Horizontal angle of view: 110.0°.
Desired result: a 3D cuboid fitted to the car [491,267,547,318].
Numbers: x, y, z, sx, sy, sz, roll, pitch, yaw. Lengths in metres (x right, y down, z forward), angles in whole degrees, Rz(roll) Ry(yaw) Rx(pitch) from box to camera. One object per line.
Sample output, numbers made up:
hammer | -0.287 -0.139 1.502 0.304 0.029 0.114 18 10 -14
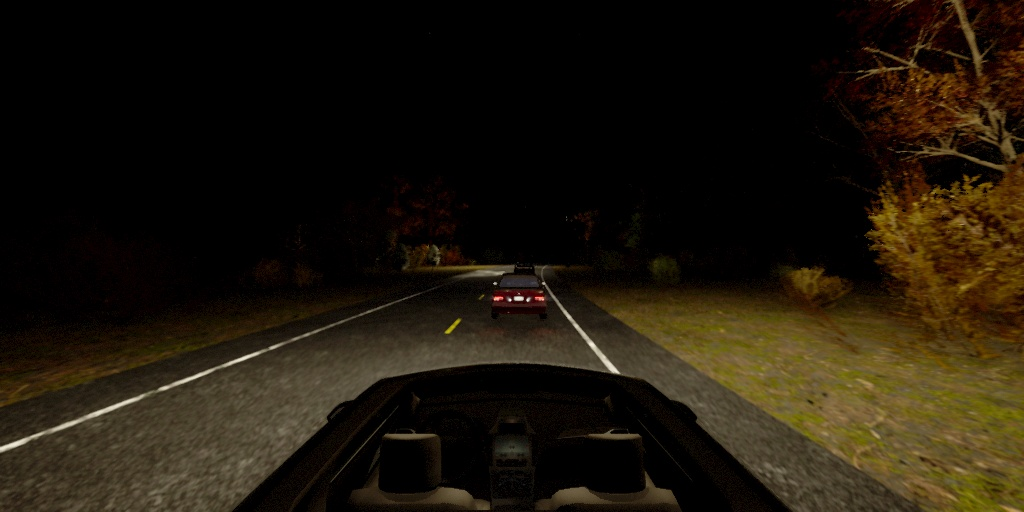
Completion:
car | 0.263 1.298 13.017 2.033 1.411 5.357 0 0 1

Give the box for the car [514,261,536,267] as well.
car | 1.178 1.240 33.113 2.128 1.511 4.902 0 0 4
